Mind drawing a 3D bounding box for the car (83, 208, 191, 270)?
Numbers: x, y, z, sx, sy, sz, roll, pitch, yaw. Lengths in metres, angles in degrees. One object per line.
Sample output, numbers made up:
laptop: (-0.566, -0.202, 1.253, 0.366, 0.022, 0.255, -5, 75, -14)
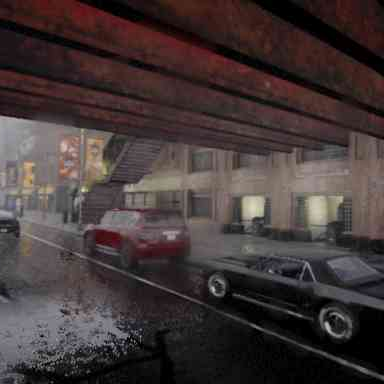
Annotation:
car: (-2.332, 1.614, 12.937, 2.435, 2.045, 5.566, 3, -2, -38)

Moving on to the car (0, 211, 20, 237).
car: (-11.963, 1.949, 20.521, 1.837, 1.490, 4.892, 3, -2, -38)

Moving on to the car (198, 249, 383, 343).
car: (2.228, 1.880, 7.108, 1.895, 1.301, 4.718, 3, -2, -38)
